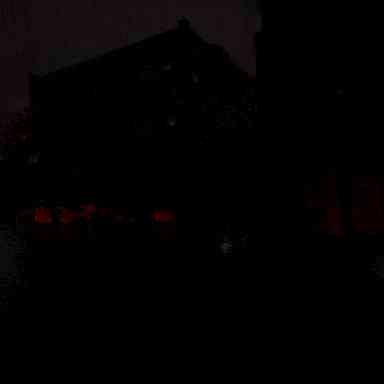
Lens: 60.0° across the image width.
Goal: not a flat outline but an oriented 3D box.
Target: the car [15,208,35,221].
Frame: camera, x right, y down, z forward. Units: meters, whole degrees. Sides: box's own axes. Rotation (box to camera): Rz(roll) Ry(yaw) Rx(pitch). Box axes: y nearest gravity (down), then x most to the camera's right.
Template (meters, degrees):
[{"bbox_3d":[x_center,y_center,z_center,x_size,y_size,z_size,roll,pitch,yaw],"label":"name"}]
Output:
[{"bbox_3d":[-19.957,2.714,42.481,1.882,1.535,5.008,-4,3,29],"label":"car"}]
